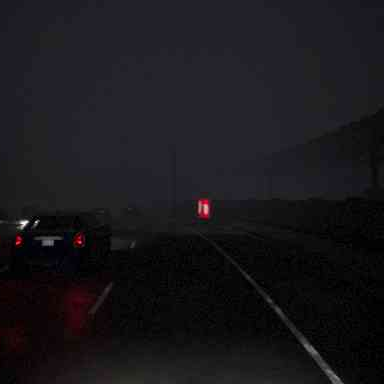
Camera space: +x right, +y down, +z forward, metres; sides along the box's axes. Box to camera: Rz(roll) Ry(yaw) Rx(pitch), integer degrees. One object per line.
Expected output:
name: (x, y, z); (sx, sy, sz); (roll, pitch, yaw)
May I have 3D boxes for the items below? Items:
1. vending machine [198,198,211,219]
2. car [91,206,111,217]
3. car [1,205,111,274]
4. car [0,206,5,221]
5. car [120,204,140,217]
vending machine: (1.255, 1.673, 33.871); (1.100, 2.100, 0.880); (1, -2, -16)
car: (-11.477, 2.415, 41.663); (1.994, 1.385, 4.181); (1, -3, -22)
car: (-3.984, 1.375, 10.905); (2.097, 1.767, 4.553); (0, 0, -5)
car: (-19.588, 2.093, 33.144); (2.033, 1.411, 5.357); (0, -3, -19)
car: (-7.879, 2.333, 42.119); (2.128, 1.511, 4.902); (1, -3, -21)
